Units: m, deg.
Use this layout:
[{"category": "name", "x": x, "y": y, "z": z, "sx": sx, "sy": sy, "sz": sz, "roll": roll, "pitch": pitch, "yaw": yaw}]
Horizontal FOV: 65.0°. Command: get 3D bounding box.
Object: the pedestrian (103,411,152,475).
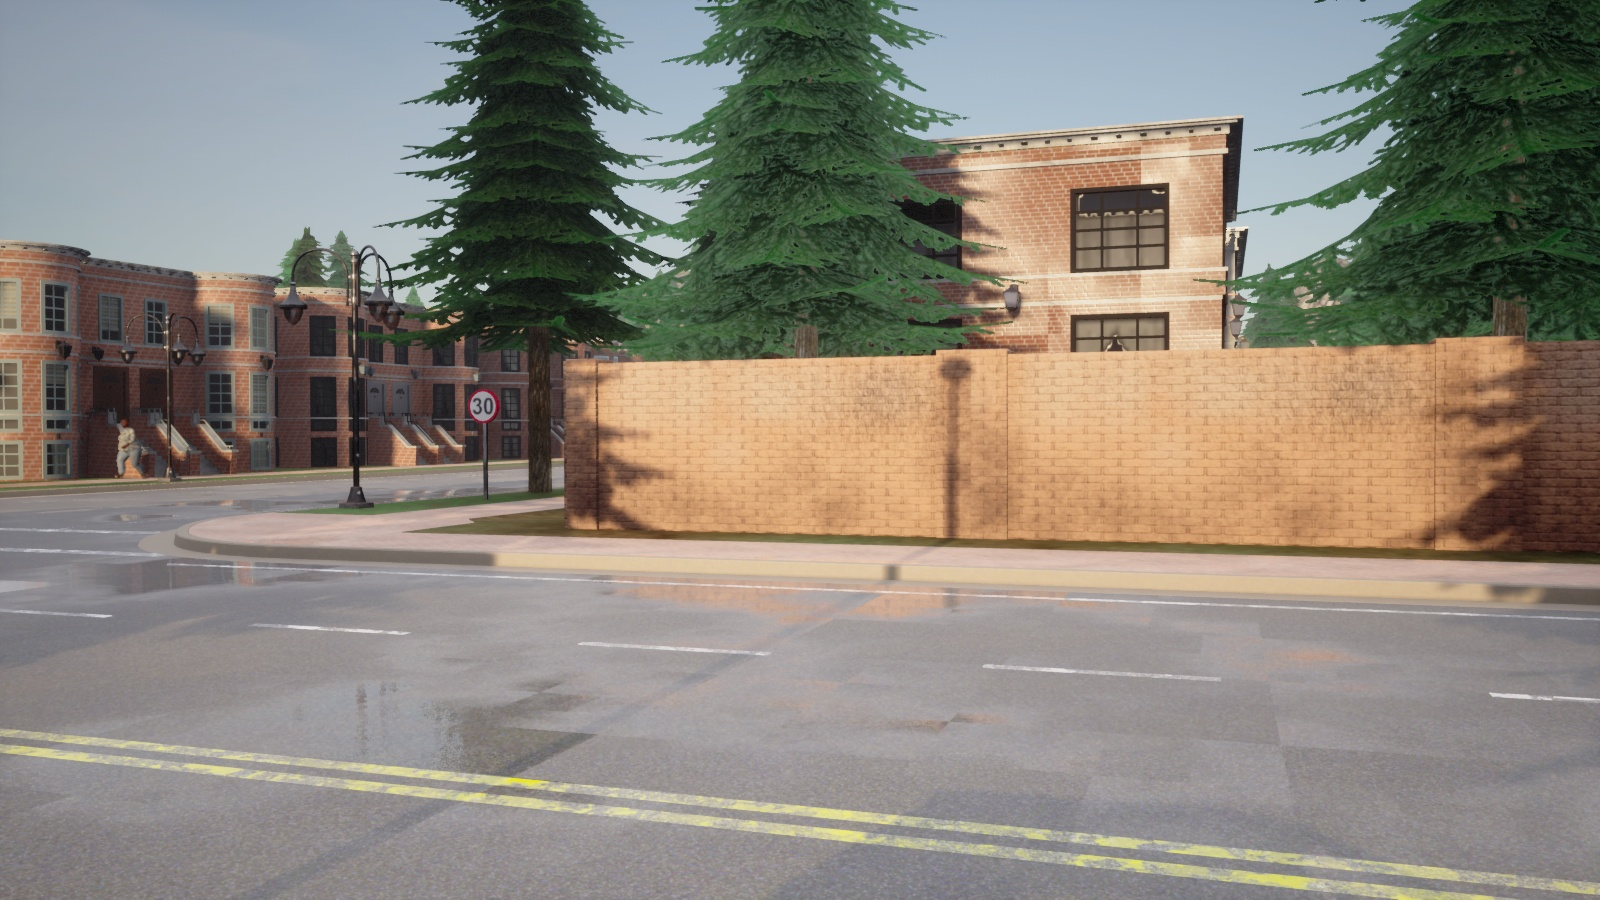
[{"category": "pedestrian", "x": -19.649, "y": -0.206, "z": 36.702, "sx": 0.874, "sy": 1.855, "sz": 0.900, "roll": 1, "pitch": 1, "yaw": 25}]
